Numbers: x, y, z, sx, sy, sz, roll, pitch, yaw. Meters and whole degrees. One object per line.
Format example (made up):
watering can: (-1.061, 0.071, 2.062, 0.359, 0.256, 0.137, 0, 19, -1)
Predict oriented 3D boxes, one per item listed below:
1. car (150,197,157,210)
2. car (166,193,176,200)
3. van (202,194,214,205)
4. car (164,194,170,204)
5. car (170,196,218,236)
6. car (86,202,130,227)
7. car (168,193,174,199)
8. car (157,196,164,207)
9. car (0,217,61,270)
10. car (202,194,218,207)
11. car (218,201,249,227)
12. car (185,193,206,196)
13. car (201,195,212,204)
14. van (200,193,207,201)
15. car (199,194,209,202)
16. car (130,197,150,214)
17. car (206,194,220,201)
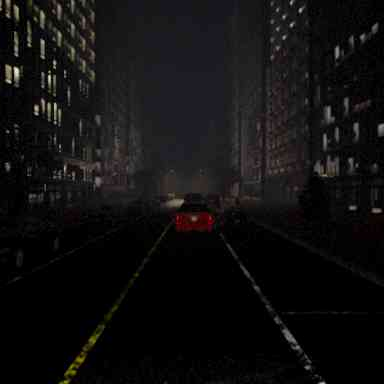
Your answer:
car: (-5.696, 1.365, 39.168, 1.967, 1.590, 4.097, -1, 0, 0)
car: (-5.692, 1.134, 90.321, 2.192, 1.841, 5.009, -1, 0, 0)
van: (2.686, 1.232, 56.218, 1.690, 1.788, 3.998, -1, 0, 0)
car: (-5.693, 1.445, 61.903, 1.947, 1.339, 4.313, -1, 0, 0)
car: (0.102, 1.317, 18.277, 2.097, 1.767, 4.553, 0, 0, 0)
car: (-5.697, 1.508, 22.117, 2.008, 1.369, 4.403, -1, 0, 0)
car: (-5.691, 1.406, 73.270, 2.008, 1.369, 4.403, -1, 0, 0)
car: (-5.694, 1.428, 50.366, 1.752, 1.417, 4.829, -1, 0, 0)
car: (-5.698, 1.530, 10.750, 2.008, 1.369, 4.403, -1, 0, 0)
car: (2.684, 1.217, 50.535, 2.192, 1.841, 5.009, -1, 0, 0)
car: (2.684, 1.509, 22.116, 2.008, 1.369, 4.403, -1, 0, 0)
car: (0.106, 1.150, 37.269, 2.150, 2.045, 5.566, 0, 0, 0)
car: (2.687, 1.319, 61.902, 1.967, 1.590, 4.097, -1, 0, 0)
van: (2.688, 1.184, 78.952, 1.690, 1.788, 3.998, -1, 0, 0)
car: (2.688, 1.296, 73.269, 1.967, 1.590, 4.097, -1, 0, 0)
car: (-5.695, 1.518, 33.485, 1.802, 1.307, 4.206, -1, 0, 0)
car: (2.684, 1.229, 44.851, 2.192, 1.841, 5.009, -1, 0, 0)
